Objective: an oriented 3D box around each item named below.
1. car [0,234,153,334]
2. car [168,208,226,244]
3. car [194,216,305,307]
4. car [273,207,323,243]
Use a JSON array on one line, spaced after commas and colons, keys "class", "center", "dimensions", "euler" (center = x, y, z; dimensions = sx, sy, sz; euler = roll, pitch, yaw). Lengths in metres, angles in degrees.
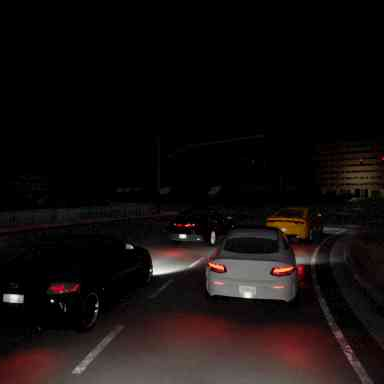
[{"class": "car", "center": [-2.271, 1.564, 6.949], "dimensions": [1.994, 1.385, 4.181], "euler": [0, 0, 11]}, {"class": "car", "center": [0.603, 1.505, 15.386], "dimensions": [1.837, 1.490, 4.892], "euler": [0, 0, 23]}, {"class": "car", "center": [1.521, 1.526, 7.979], "dimensions": [1.812, 1.442, 4.674], "euler": [0, 0, 14]}, {"class": "car", "center": [5.202, 1.478, 16.490], "dimensions": [1.882, 1.535, 5.008], "euler": [0, 0, 30]}]
